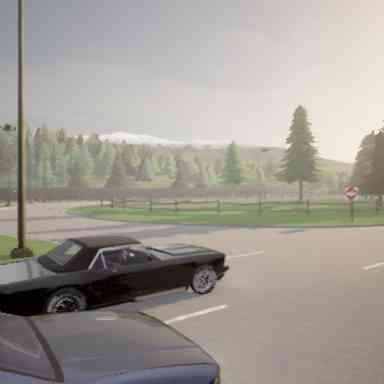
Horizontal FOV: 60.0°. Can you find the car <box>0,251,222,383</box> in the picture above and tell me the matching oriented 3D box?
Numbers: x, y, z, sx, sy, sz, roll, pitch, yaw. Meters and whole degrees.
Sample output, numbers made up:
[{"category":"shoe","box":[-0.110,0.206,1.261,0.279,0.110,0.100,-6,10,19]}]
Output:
[{"category":"car","box":[-2.276,1.552,2.123,5.357,1.411,2.033,0,0,-35]}]

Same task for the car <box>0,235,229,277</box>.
[{"category":"car","box":[-1.488,1.587,6.983,4.718,1.301,1.895,0,0,-35]}]
